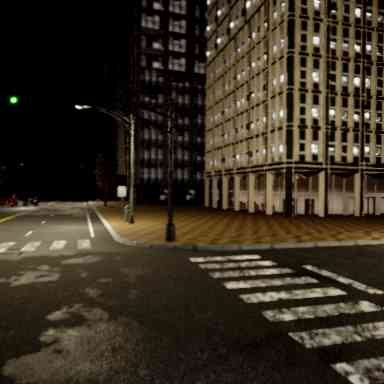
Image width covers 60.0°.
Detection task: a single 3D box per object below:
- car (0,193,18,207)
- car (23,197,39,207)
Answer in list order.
[{"bbox_3d":[-28.241,1.222,51.099,2.150,2.045,5.566,0,0,-18],"label":"car"},{"bbox_3d":[-25.165,1.515,52.142,2.128,1.511,4.902,0,0,-18],"label":"car"}]
